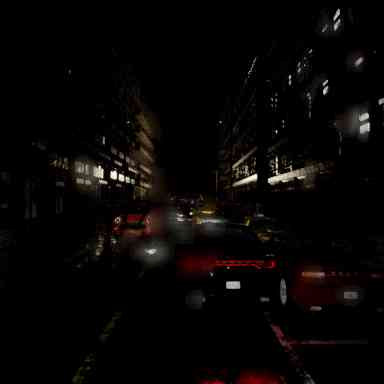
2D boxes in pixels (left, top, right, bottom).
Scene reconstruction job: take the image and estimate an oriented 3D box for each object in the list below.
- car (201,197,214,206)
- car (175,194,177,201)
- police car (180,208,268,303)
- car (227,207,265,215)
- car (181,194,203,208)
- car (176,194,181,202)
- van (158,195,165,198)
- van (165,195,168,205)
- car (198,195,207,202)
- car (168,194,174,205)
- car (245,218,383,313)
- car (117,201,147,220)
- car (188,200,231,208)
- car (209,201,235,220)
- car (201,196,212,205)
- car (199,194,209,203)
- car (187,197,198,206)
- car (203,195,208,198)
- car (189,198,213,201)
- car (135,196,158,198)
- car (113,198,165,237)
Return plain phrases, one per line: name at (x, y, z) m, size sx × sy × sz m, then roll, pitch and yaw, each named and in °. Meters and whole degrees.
car at (2.653, 1.663, 57.424) m, size 1.887 × 1.381 × 4.507 m, roll 1°, pitch 0°, yaw 0°
car at (-5.203, 1.774, 79.617) m, size 1.947 × 1.339 × 4.313 m, roll 1°, pitch 0°, yaw 0°
police car at (0.720, 1.432, 8.425) m, size 1.930 × 1.638 × 5.238 m, roll 0°, pitch 0°, yaw 0°
car at (2.602, 1.538, 13.350) m, size 1.752 × 1.417 × 4.829 m, roll 1°, pitch 0°, yaw 0°
car at (0.059, 1.298, 44.752) m, size 2.150 × 2.045 × 5.566 m, roll 0°, pitch 0°, yaw 0°
car at (-2.654, 1.716, 80.571) m, size 1.837 × 1.490 × 4.892 m, roll 0°, pitch 0°, yaw 0°
van at (-5.235, 1.423, 46.433) m, size 1.690 × 1.788 × 3.998 m, roll 2°, pitch 0°, yaw 0°
van at (-5.229, 1.441, 51.965) m, size 1.690 × 1.788 × 3.998 m, roll 1°, pitch 0°, yaw 0°
car at (2.653, 1.674, 85.081) m, size 1.967 × 1.590 × 4.097 m, roll 1°, pitch 0°, yaw 0°
car at (-5.216, 1.454, 63.026) m, size 2.192 × 1.841 × 5.009 m, roll 1°, pitch 0°, yaw 0°
car at (2.594, 1.551, 7.648) m, size 1.887 × 1.381 × 4.507 m, roll 1°, pitch 0°, yaw 0°
car at (-5.259, 1.567, 29.673) m, size 1.752 × 1.417 × 4.829 m, roll 2°, pitch 0°, yaw 0°
car at (0.848, 1.476, 18.511) m, size 1.801 × 1.575 × 5.366 m, roll 0°, pitch 0°, yaw 0°
car at (2.620, 1.587, 29.770) m, size 1.887 × 1.381 × 4.507 m, roll 1°, pitch 0°, yaw 0°
car at (2.669, 1.579, 62.956) m, size 1.967 × 1.590 × 4.097 m, roll 1°, pitch 0°, yaw 0°
car at (2.643, 1.498, 74.018) m, size 2.192 × 1.841 × 5.009 m, roll 1°, pitch 0°, yaw 0°
car at (0.071, 1.602, 59.044) m, size 1.882 × 1.535 × 5.008 m, roll 0°, pitch 0°, yaw 0°
car at (2.646, 1.644, 51.894) m, size 1.887 × 1.381 × 4.507 m, roll 1°, pitch 0°, yaw 0°
car at (0.855, 1.486, 24.514) m, size 1.801 × 1.575 × 5.366 m, roll 0°, pitch 0°, yaw 0°
car at (-5.247, 1.369, 35.375) m, size 2.192 × 1.841 × 5.009 m, roll 2°, pitch 0°, yaw 0°
car at (-2.829, 1.371, 18.033) m, size 2.097 × 1.767 × 4.553 m, roll 0°, pitch 0°, yaw 0°
